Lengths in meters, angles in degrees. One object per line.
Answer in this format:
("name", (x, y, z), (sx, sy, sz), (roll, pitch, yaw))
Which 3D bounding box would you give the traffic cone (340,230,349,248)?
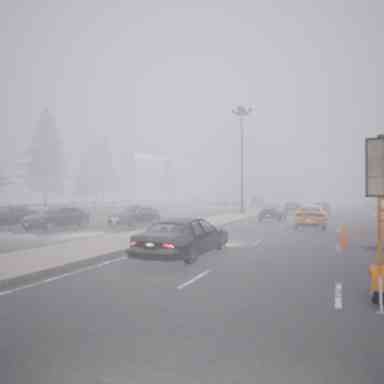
("traffic cone", (6.496, 2.056, 14.128), (0.340, 0.580, 0.340), (0, 0, 24))

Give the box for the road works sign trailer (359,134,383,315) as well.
("road works sign trailer", (5.038, 0.513, 7.133), (2.380, 3.560, 2.880), (0, 0, 24))

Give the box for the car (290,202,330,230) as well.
("car", (8.203, 1.642, 22.772), (1.882, 1.535, 5.008), (0, 0, 24))

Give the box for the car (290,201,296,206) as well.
("car", (12.284, 1.848, 41.036), (2.033, 1.411, 5.357), (0, 0, 23))

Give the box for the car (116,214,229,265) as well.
("car", (-0.251, 1.644, 12.235), (2.033, 1.411, 5.357), (0, 0, 24))

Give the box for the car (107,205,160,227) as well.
("car", (-4.091, 1.685, 23.880), (2.128, 1.511, 4.902), (0, 0, 24))

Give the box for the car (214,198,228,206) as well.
("car", (5.696, 2.020, 64.702), (1.837, 1.490, 4.892), (0, -1, 22))

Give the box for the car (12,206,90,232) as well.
("car", (-8.813, 1.690, 21.832), (1.837, 1.490, 4.892), (0, 0, 24))

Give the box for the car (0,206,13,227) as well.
("car", (-12.512, 1.685, 22.113), (2.128, 1.511, 4.902), (0, 0, 24))

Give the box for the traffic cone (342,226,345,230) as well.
("traffic cone", (7.301, 2.069, 15.959), (0.340, 0.580, 0.340), (0, 0, 24))

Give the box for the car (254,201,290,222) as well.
("car", (6.978, 1.739, 28.665), (1.812, 1.442, 4.674), (0, -1, 24))

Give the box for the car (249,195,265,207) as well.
("car", (12.210, 1.497, 62.140), (2.150, 2.045, 5.566), (0, 0, 22))

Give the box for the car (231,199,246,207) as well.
("car", (8.982, 2.049, 63.487), (2.033, 1.411, 5.357), (0, 0, 22))
